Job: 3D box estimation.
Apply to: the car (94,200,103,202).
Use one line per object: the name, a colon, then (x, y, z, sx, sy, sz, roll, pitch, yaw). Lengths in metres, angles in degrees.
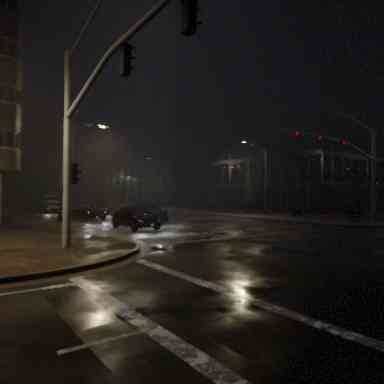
car: (-10.716, 1.719, 37.492, 2.128, 1.511, 4.902, 1, -1, -36)

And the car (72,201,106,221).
car: (-9.136, 1.783, 29.355, 1.895, 1.301, 4.718, 1, -1, -36)

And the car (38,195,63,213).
car: (-17.065, 1.405, 40.296, 2.150, 2.045, 5.566, 1, -1, -36)

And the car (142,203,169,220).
car: (-3.764, 1.705, 27.919, 1.882, 1.535, 5.008, 1, -1, -36)

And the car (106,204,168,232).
car: (-3.769, 1.708, 22.007, 1.812, 1.442, 4.674, 1, -1, -36)

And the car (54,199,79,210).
car: (-17.964, 1.720, 47.522, 2.128, 1.511, 4.902, 1, -1, -36)
